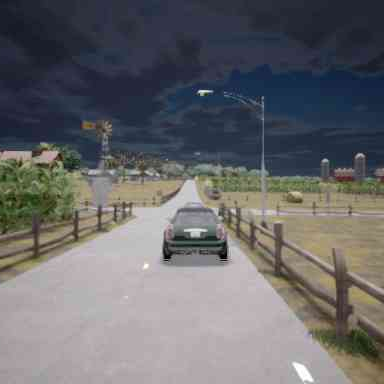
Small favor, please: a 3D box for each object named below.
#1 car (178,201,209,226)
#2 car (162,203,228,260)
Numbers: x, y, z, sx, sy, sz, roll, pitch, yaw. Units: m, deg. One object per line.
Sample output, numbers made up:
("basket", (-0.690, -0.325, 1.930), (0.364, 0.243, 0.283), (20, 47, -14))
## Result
("car", (0.138, 1.484, 24.335), (2.033, 1.411, 5.357), (0, 0, 1))
("car", (0.104, 1.321, 12.396), (2.097, 1.767, 4.553), (0, 0, 0))
